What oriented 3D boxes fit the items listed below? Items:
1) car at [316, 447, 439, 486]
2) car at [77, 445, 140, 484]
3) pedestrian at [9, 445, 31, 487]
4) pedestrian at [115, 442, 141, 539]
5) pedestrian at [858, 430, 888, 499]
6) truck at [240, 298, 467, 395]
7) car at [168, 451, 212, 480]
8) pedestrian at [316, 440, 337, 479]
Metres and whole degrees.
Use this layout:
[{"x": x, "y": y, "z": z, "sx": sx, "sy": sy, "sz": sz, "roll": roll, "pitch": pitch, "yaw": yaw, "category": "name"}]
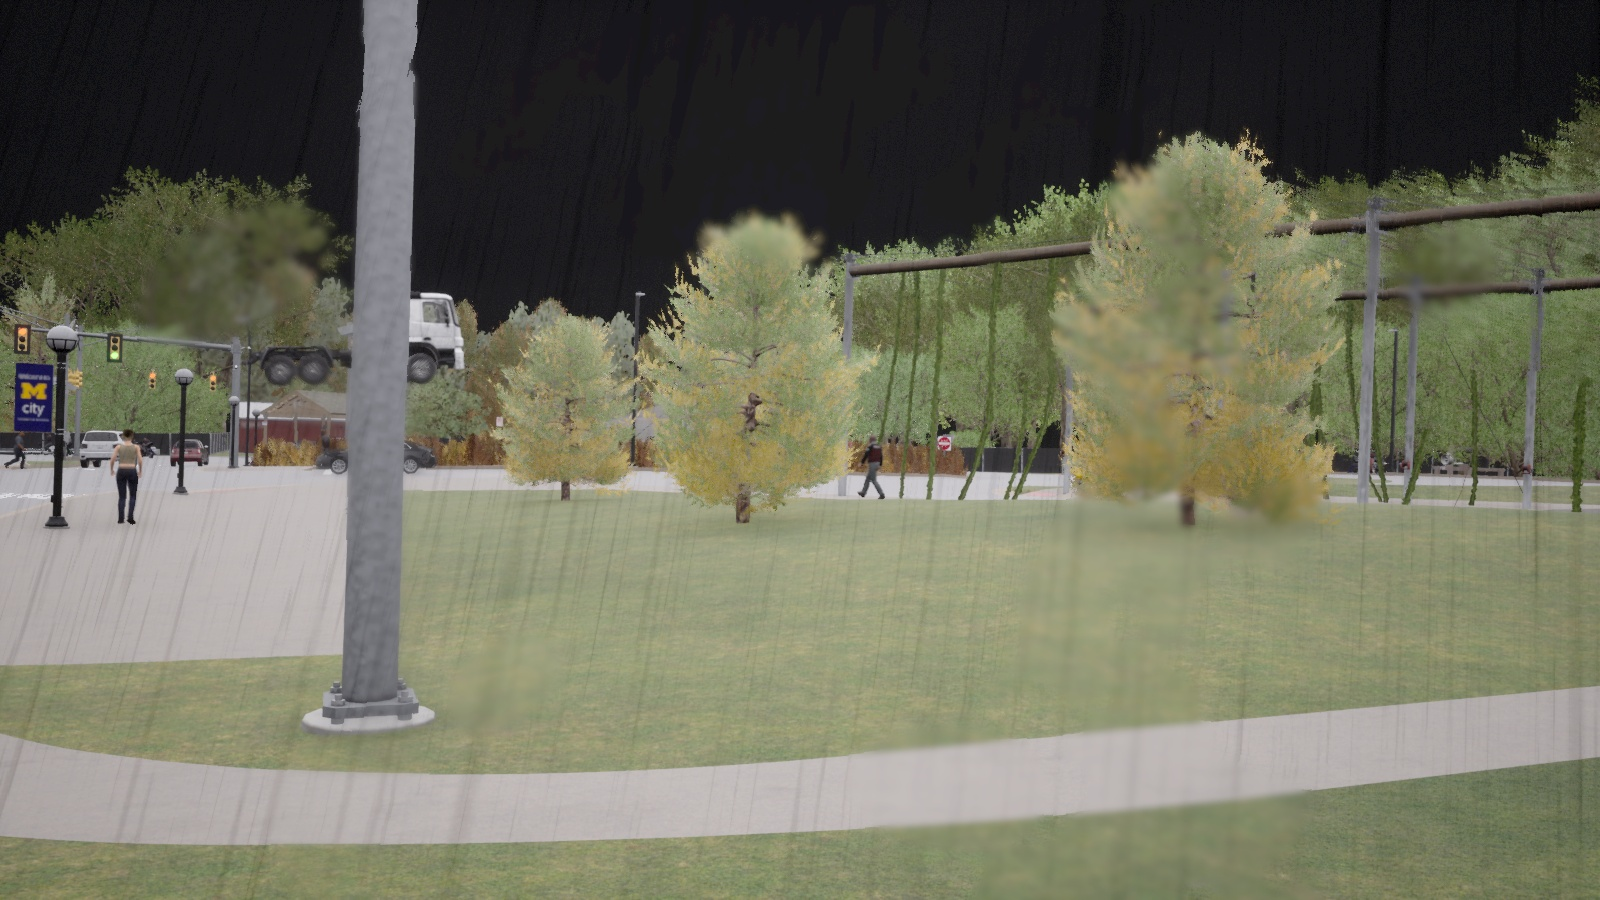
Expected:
[{"x": -18.055, "y": 0.697, "z": 53.746, "sx": 4.892, "sy": 1.490, "sz": 1.837, "roll": -1, "pitch": 1, "yaw": -20, "category": "car"}, {"x": -38.548, "y": 0.799, "z": 70.136, "sx": 2.150, "sy": 2.045, "sz": 5.566, "roll": -1, "pitch": 0, "yaw": -19, "category": "car"}, {"x": -35.035, "y": 0.708, "z": 56.417, "sx": 0.694, "sy": 1.848, "sz": 0.540, "roll": 1, "pitch": 0, "yaw": -14, "category": "pedestrian"}, {"x": -12.844, "y": 0.763, "z": 24.005, "sx": 0.345, "sy": 1.836, "sz": 0.594, "roll": 1, "pitch": 0, "yaw": -20, "category": "pedestrian"}, {"x": 2.009, "y": 0.393, "z": 34.422, "sx": 0.720, "sy": 1.854, "sz": 0.376, "roll": 1, "pitch": 1, "yaw": 44, "category": "pedestrian"}, {"x": -17.324, "y": -4.056, "z": 48.921, "sx": 7.936, "sy": 3.462, "sz": 2.891, "roll": -4, "pitch": 4, "yaw": -22, "category": "truck"}, {"x": -36.865, "y": 0.901, "z": 75.985, "sx": 1.851, "sy": 1.617, "sz": 3.988, "roll": -1, "pitch": 1, "yaw": -19, "category": "car"}, {"x": -23.092, "y": 0.443, "z": 61.207, "sx": 0.849, "sy": 1.883, "sz": 0.563, "roll": 0, "pitch": 0, "yaw": -31, "category": "pedestrian"}]
